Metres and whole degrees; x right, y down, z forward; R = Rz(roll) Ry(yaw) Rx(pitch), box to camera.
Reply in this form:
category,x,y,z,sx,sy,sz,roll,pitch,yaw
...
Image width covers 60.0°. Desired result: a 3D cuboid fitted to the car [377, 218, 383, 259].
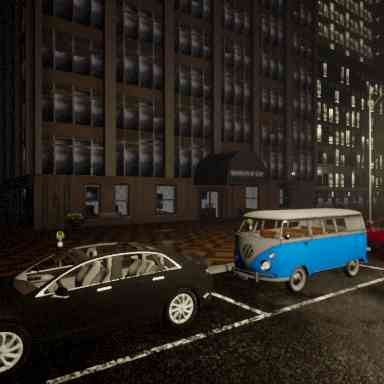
category,x,y,z,sx,sy,sz,roll,pitch,yaw
car,7.348,1.545,11.771,4.507,1.381,1.887,0,0,-35

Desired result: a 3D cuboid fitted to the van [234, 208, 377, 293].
category,x,y,z,sx,sy,sz,roll,pitch,yaw
van,2.843,1.341,8.574,3.998,1.788,1.690,0,0,-35

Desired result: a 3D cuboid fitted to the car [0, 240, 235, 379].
category,x,y,z,sx,sy,sz,roll,pitch,yaw
car,-1.659,1.551,5.377,4.403,1.369,2.008,0,0,-35
